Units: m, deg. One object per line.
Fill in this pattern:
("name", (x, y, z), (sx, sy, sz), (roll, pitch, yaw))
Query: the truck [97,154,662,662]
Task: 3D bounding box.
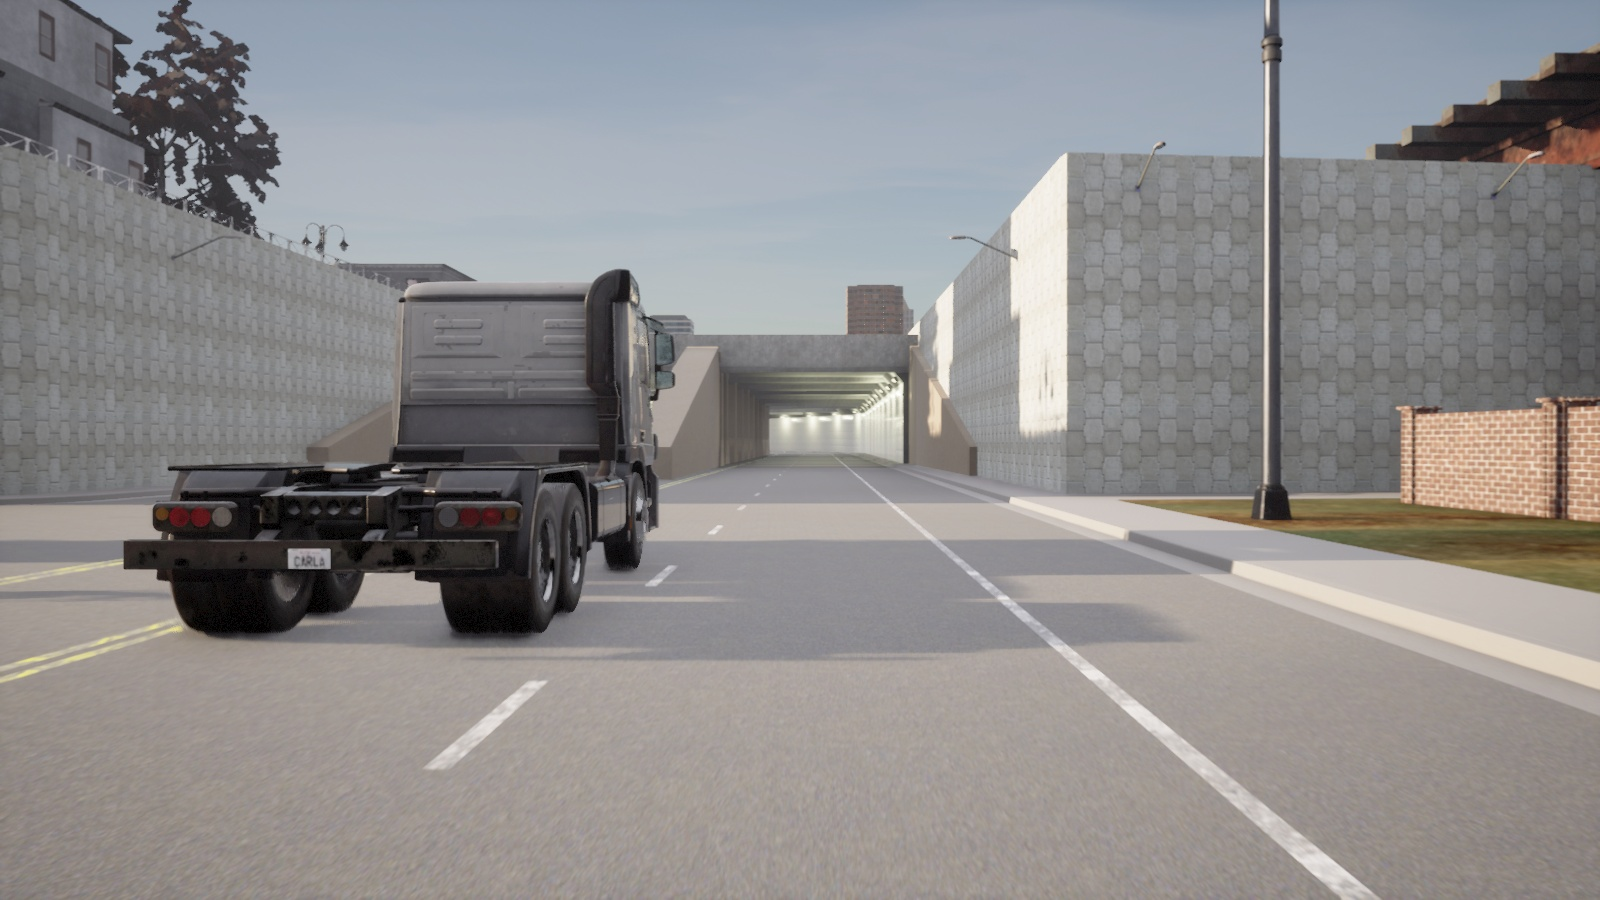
("truck", (-3.313, -0.311, 12.548), (2.891, 3.462, 7.936), (0, 0, 1))
